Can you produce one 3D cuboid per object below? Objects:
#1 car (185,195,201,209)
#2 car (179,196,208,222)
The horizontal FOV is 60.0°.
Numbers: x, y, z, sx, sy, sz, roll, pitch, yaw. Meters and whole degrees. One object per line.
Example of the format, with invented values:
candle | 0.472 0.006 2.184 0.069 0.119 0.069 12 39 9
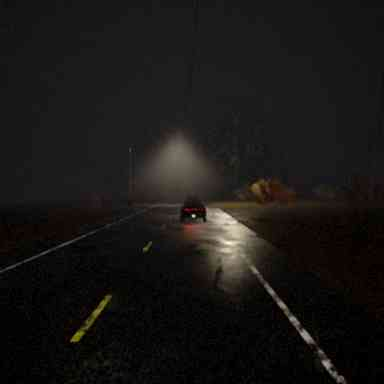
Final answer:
car | 0.103 1.210 40.999 1.882 1.535 5.008 0 1 0
car | 0.102 1.341 24.939 1.837 1.490 4.892 0 1 0
